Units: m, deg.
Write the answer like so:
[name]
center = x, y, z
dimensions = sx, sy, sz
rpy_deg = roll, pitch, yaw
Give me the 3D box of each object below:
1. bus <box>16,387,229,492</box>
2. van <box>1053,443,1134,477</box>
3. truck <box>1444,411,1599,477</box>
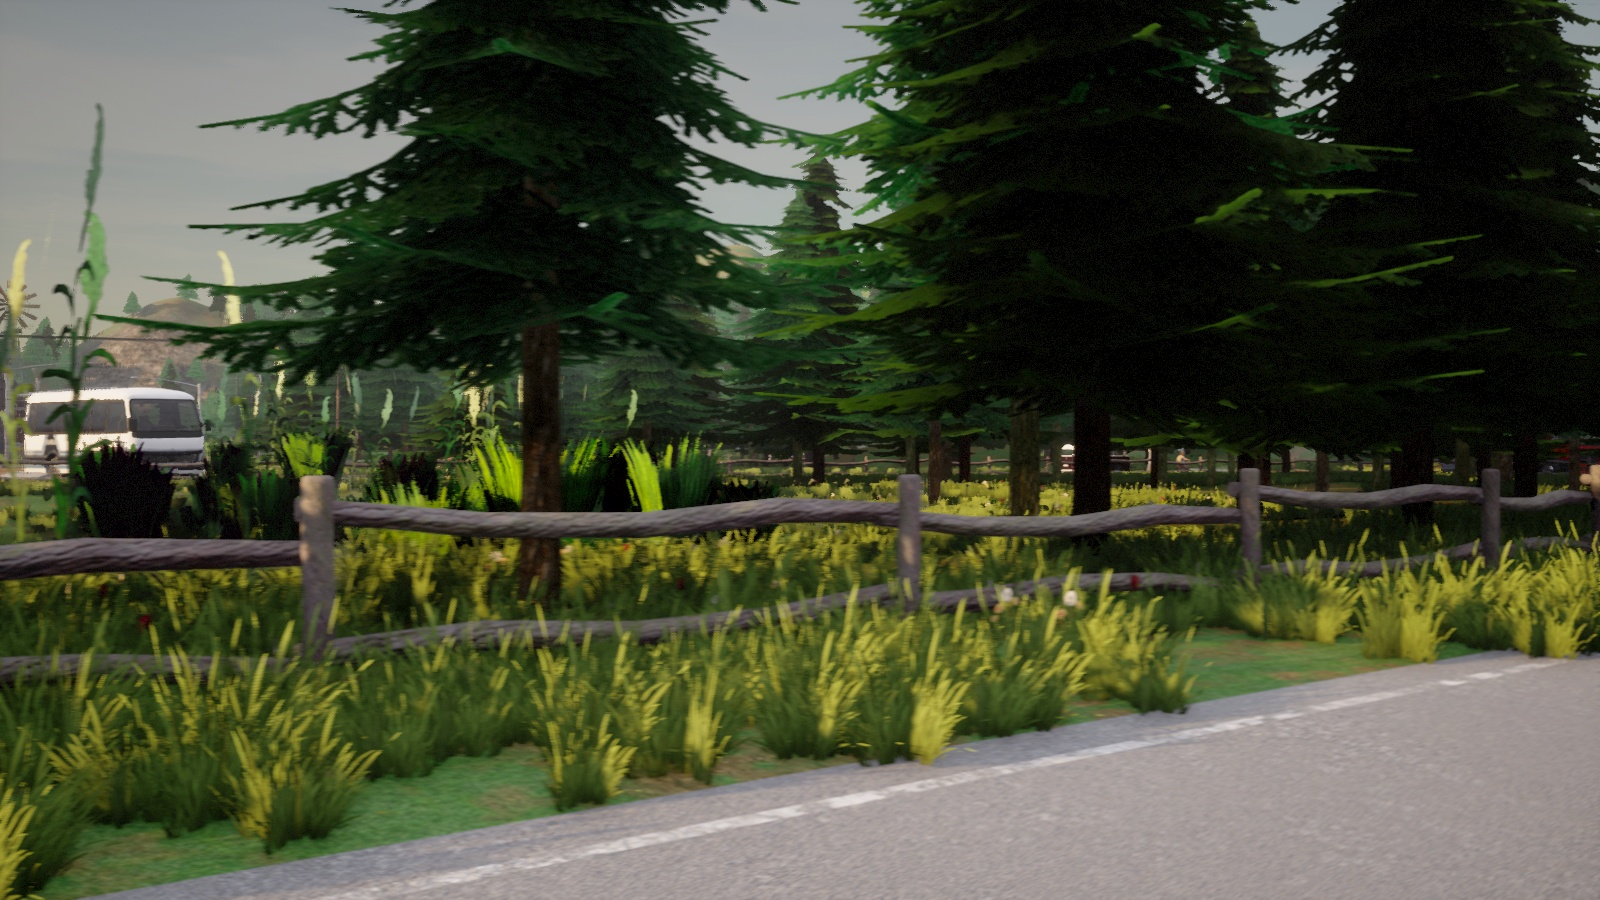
[bus]
center = -29.978, -0.451, 55.331
dimensions = 10.273, 4.253, 3.944
rpy_deg = 0, 1, 35
[van]
center = 17.623, 0.589, 75.355
dimensions = 4.480, 2.038, 2.069
rpy_deg = 0, 0, -27
[truck]
center = 43.930, -0.326, 76.167
dimensions = 2.891, 3.827, 8.468
rpy_deg = 0, 0, -30
